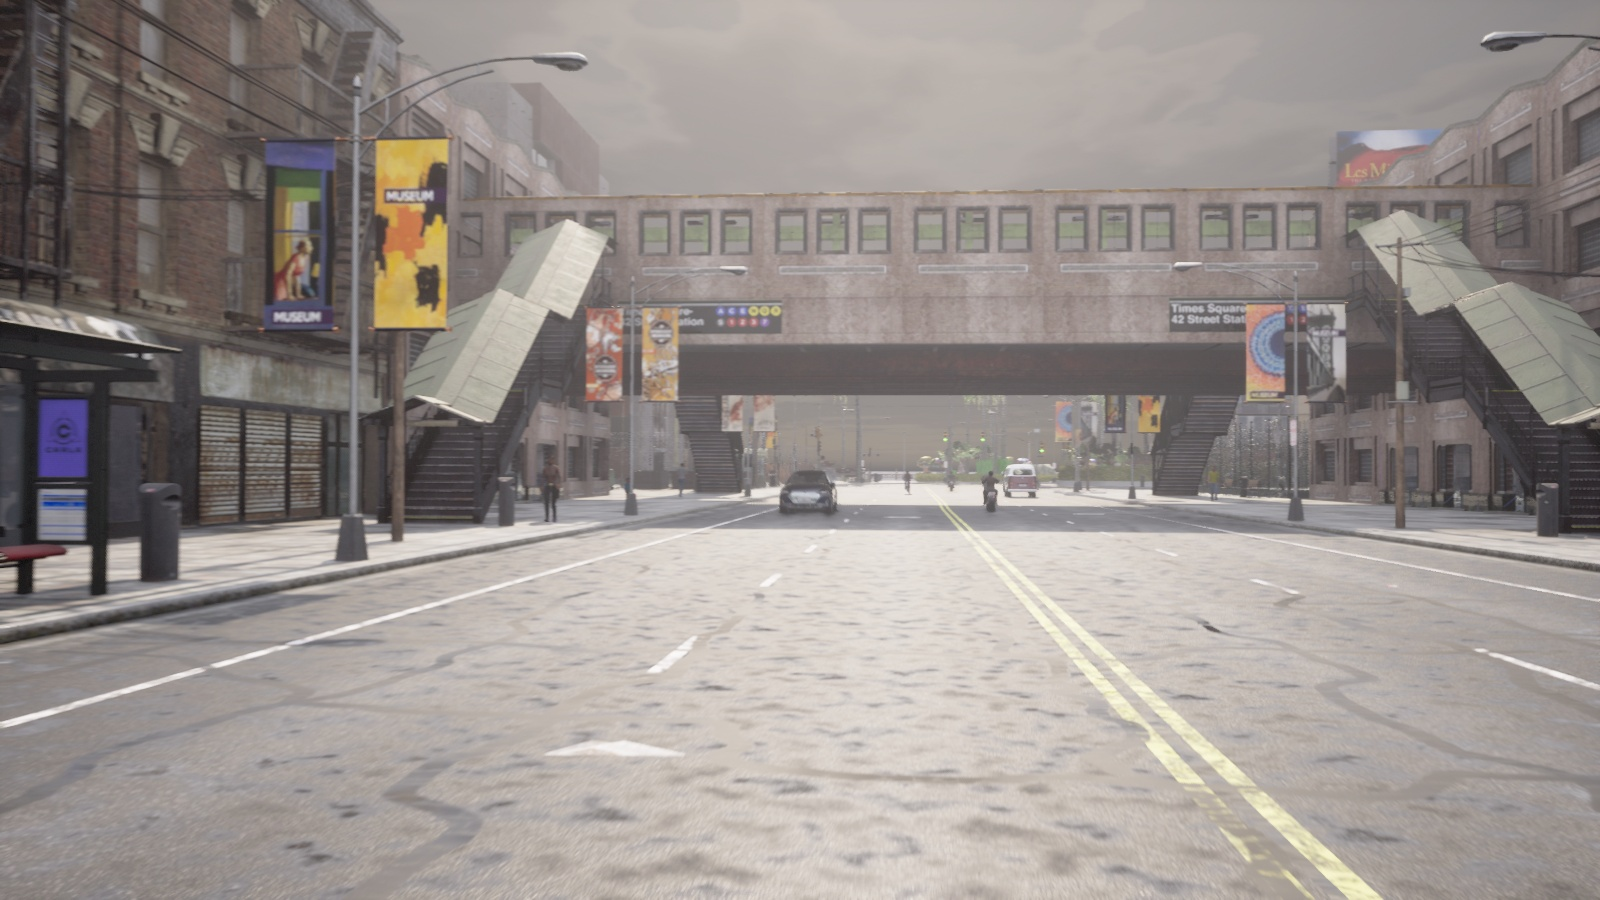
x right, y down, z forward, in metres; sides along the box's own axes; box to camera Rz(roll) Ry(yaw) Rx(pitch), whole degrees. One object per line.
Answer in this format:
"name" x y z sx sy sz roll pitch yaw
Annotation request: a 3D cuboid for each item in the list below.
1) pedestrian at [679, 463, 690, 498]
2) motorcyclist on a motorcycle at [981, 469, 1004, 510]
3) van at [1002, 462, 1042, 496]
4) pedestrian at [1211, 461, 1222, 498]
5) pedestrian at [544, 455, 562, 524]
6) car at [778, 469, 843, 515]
"pedestrian" -6.164 1.609 66.794 0.354 1.836 0.706 0 -1 16
"motorcyclist on a motorcycle" 7.822 1.596 51.035 0.766 1.649 2.350 0 -1 5
"van" 13.923 1.816 78.827 2.069 2.038 4.480 0 -1 5
"pedestrian" 20.683 1.453 62.345 0.354 1.836 0.706 0 -1 8
"pedestrian" -6.524 1.048 33.223 0.328 1.805 0.869 0 -1 -1
"car" 0.449 1.534 47.214 2.033 1.649 4.856 0 -1 5
